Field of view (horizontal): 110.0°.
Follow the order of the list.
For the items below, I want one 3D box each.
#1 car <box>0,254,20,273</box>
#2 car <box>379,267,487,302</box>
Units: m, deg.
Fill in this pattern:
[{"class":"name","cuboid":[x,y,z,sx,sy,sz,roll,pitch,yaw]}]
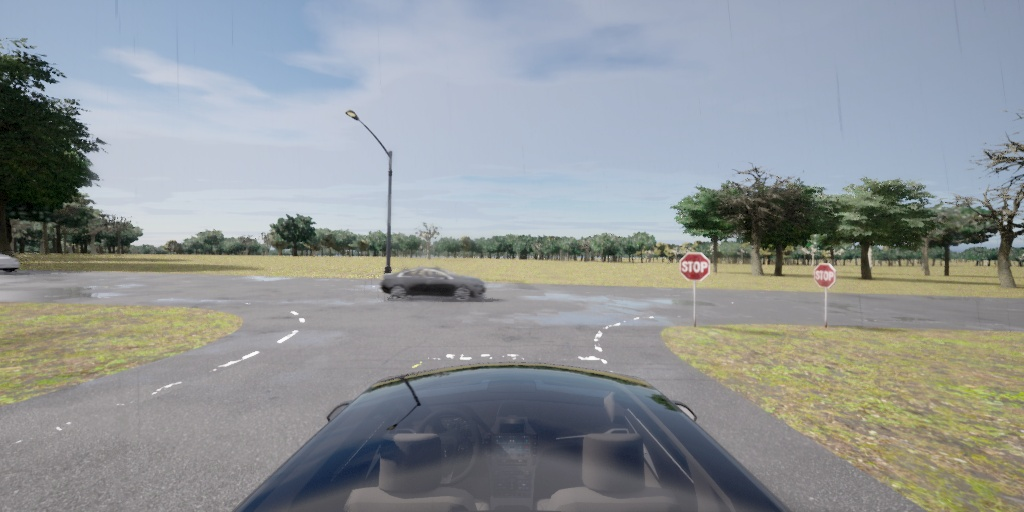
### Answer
[{"class":"car","cuboid":[-36.055,0.417,24.031,4.674,1.442,1.812,2,1,0]},{"class":"car","cuboid":[-3.659,1.283,16.832,4.902,1.511,2.128,1,0,1]}]
